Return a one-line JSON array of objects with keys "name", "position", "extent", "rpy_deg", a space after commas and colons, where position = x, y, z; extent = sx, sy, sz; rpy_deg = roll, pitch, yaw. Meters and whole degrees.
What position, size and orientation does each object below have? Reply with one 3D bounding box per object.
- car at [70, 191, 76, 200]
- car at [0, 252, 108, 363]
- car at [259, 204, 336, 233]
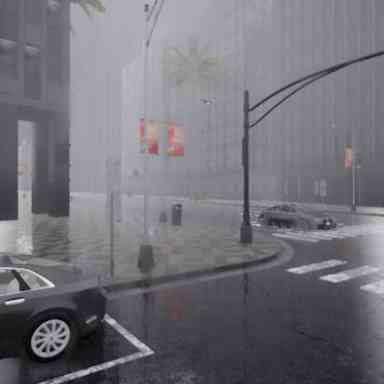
[{"name": "car", "position": [-21.030, 0.538, 56.280], "extent": [1.812, 1.442, 4.674], "rpy_deg": [0, 1, -35]}, {"name": "car", "position": [-3.325, 1.551, 4.276], "extent": [4.403, 1.369, 2.008], "rpy_deg": [0, 0, -35]}, {"name": "car", "position": [5.739, 1.376, 18.448], "extent": [1.994, 1.385, 4.181], "rpy_deg": [0, 1, -35]}]
